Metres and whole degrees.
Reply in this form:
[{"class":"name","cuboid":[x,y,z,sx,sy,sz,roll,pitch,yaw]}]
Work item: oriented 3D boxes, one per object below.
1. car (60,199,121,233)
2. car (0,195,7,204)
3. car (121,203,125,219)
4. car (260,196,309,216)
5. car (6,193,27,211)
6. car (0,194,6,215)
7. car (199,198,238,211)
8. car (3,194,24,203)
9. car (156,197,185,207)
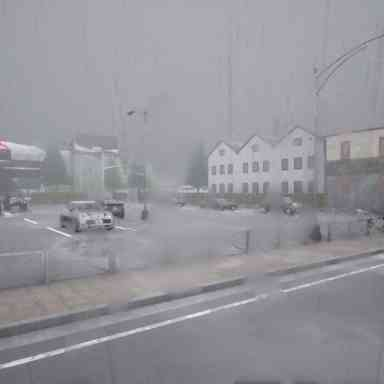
[{"class":"car","cuboid":[-5.620,1.248,17.672,1.970,1.475,3.806,0,0,-36]},{"class":"car","cuboid":[-39.497,1.495,65.893,4.611,1.667,2.242,0,0,-36]},{"class":"car","cuboid":[-6.749,1.313,25.535,2.007,1.523,4.514,0,0,-36]},{"class":"car","cuboid":[8.460,1.176,30.600,2.097,1.767,4.553,0,0,-35]},{"class":"car","cuboid":[-20.135,1.092,37.938,1.905,1.878,3.866,0,0,-36]},{"class":"car","cuboid":[-18.223,1.113,29.628,1.932,1.855,4.605,0,0,-36]},{"class":"car","cuboid":[2.925,1.371,38.366,2.033,1.411,5.357,0,0,-36]},{"class":"car","cuboid":[-39.270,1.328,73.021,3.866,1.878,1.905,0,0,-36]},{"class":"car","cuboid":[-3.078,1.371,46.860,2.033,1.411,5.357,0,0,-35]}]
